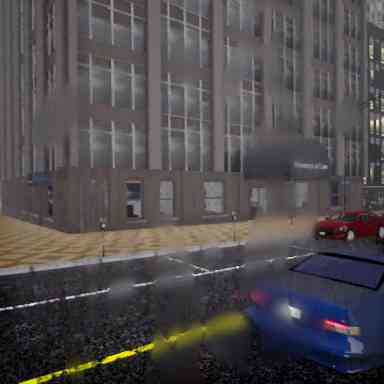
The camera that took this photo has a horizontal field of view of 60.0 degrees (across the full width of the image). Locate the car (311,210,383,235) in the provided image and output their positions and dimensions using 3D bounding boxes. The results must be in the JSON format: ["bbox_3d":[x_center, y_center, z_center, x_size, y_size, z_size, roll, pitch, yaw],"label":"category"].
[{"bbox_3d":[7.496,1.549,15.750,4.507,1.381,1.887,0,-1,-35],"label":"car"}]

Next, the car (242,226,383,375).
[{"bbox_3d":[3.284,1.549,5.641,5.357,1.411,2.033,0,0,-35],"label":"car"}]
